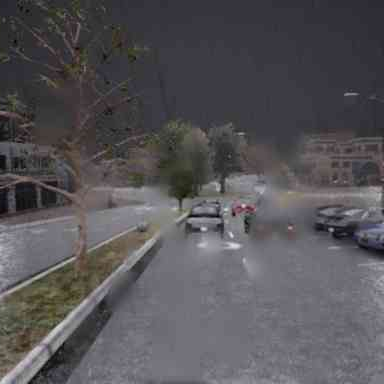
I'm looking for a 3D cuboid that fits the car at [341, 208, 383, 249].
[{"bbox_3d":[8.337,1.492,12.429,4.674,1.452,2.002,1,0,-17],"label":"car"}]

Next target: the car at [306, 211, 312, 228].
[{"bbox_3d":[8.672,1.475,18.344,4.792,1.488,2.163,1,0,-16],"label":"car"}]

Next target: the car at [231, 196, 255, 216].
[{"bbox_3d":[4.869,1.293,31.923,2.097,1.767,4.553,0,0,6],"label":"car"}]

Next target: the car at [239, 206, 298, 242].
[{"bbox_3d":[3.599,1.550,16.065,1.895,1.301,4.718,0,0,3],"label":"car"}]

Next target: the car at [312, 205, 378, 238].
[{"bbox_3d":[8.468,1.448,15.384,4.892,1.521,2.231,1,0,-17],"label":"car"}]

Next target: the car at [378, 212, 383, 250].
[{"bbox_3d":[8.217,1.456,9.481,5.008,1.535,2.097,1,0,-18],"label":"car"}]

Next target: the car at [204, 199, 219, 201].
[{"bbox_3d":[1.952,1.407,32.902,2.128,1.511,4.902,0,0,6],"label":"car"}]

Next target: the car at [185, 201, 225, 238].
[{"bbox_3d":[0.671,1.426,17.172,2.128,1.511,4.902,0,0,3],"label":"car"}]
